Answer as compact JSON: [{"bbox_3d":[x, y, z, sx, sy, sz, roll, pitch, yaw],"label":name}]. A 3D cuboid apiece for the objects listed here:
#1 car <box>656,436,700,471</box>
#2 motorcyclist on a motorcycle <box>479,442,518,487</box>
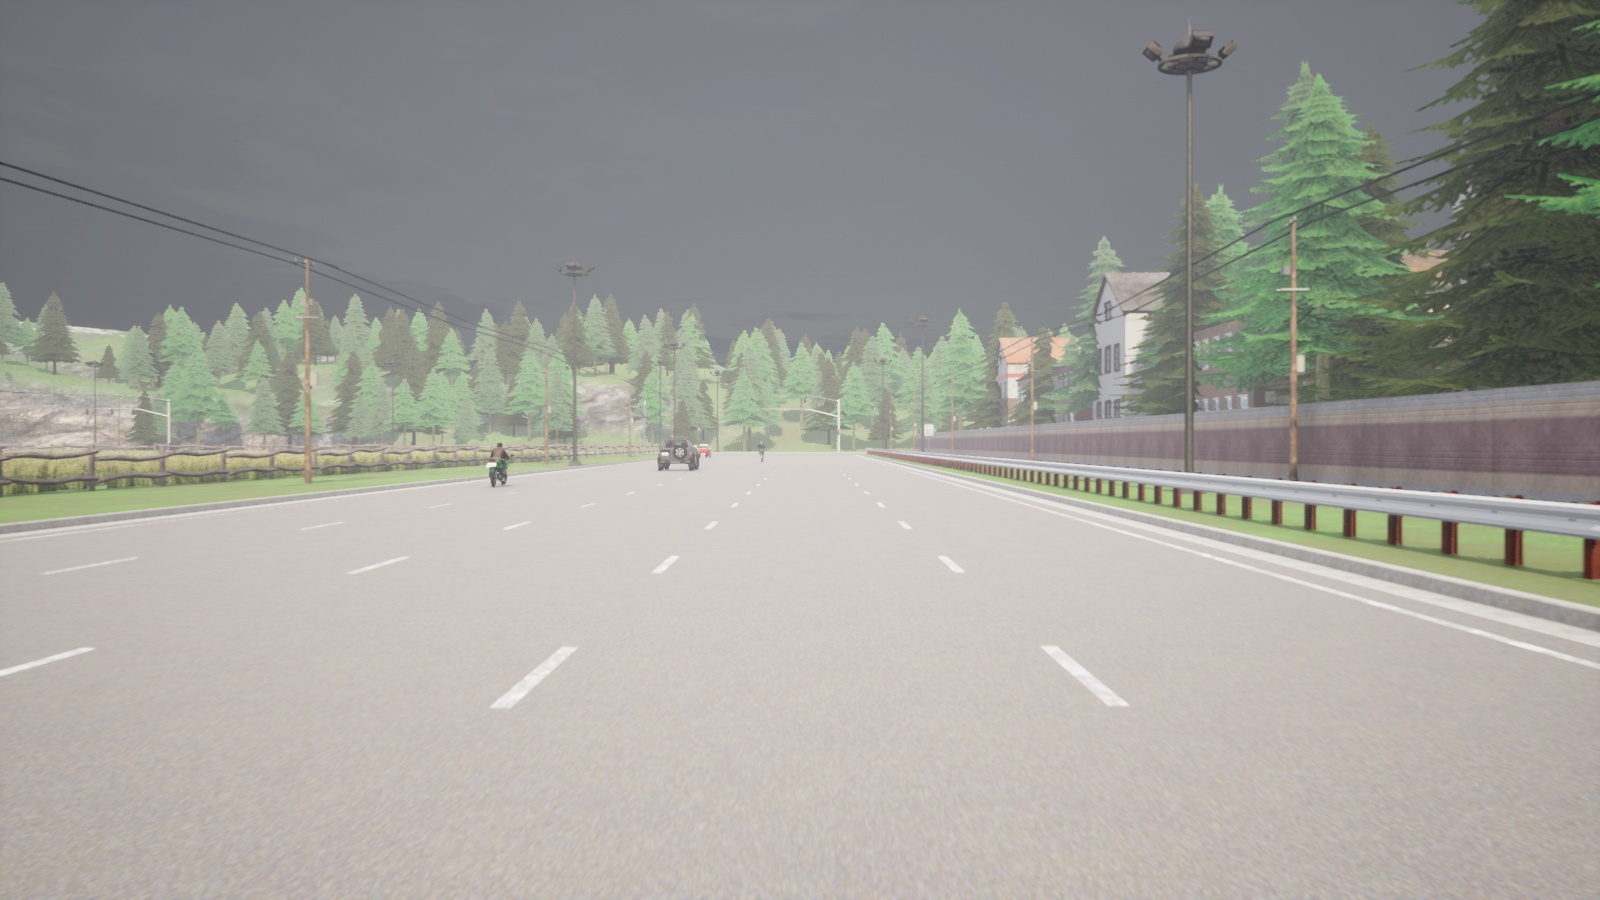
[{"bbox_3d":[-6.594,0.168,68.522,1.932,1.855,4.605,0,0,0],"label":"car"},{"bbox_3d":[-10.241,0.477,42.716,0.797,1.523,2.044,0,0,0],"label":"motorcyclist on a motorcycle"}]
